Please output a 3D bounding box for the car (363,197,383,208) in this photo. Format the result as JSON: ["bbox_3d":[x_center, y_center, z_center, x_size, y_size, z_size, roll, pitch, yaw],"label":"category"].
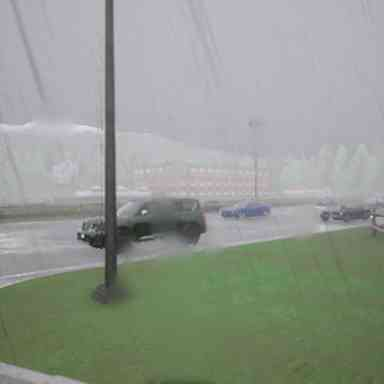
[{"bbox_3d":[23.827,1.457,43.845,4.674,1.442,1.812,0,0,-38],"label":"car"}]

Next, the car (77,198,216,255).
[{"bbox_3d":[-1.875,1.268,13.988,5.566,2.045,2.150,0,0,-39],"label":"car"}]

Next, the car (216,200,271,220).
[{"bbox_3d":[4.628,1.510,28.347,5.008,1.535,1.882,0,0,-39],"label":"car"}]

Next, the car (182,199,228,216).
[{"bbox_3d":[1.422,1.575,34.765,4.892,1.490,1.837,0,0,-39],"label":"car"}]

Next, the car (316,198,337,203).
[{"bbox_3d":[20.300,1.536,49.980,4.181,1.385,1.994,0,0,-39],"label":"car"}]

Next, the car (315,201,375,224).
[{"bbox_3d":[11.523,1.576,24.940,4.718,1.301,1.895,0,0,-39],"label":"car"}]
